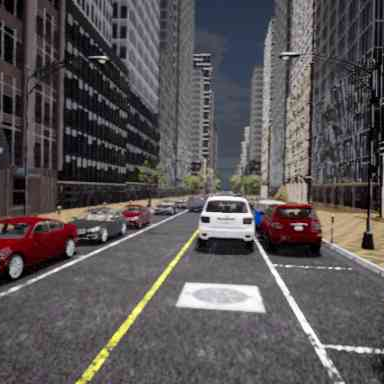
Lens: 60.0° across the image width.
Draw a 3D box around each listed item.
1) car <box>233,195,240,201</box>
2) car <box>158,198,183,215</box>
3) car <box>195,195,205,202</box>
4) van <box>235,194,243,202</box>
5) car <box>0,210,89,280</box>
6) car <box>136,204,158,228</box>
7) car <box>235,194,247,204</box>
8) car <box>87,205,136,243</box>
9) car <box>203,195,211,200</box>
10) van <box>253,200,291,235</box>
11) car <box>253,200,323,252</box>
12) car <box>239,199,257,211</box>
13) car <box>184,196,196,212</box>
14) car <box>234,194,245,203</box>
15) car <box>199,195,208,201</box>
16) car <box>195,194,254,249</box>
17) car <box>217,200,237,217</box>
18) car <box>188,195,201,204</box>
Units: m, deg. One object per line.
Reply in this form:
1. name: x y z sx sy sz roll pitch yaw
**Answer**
1. car: 12.527 1.537 93.382 1.967 1.590 4.097 1 0 6
2. car: -2.453 1.424 32.108 2.008 1.369 4.403 1 0 6
3. car: 1.760 1.415 71.499 1.752 1.417 4.829 1 0 6
4. van: 10.716 1.434 76.428 1.690 1.788 3.998 1 0 6
5. car: -4.871 1.408 9.502 1.887 1.381 4.507 1 0 6
6. car: -3.663 1.450 20.805 1.802 1.307 4.206 1 0 6
7. car: 9.507 1.404 65.125 2.192 1.841 5.009 1 0 6
8. car: -4.267 1.416 15.154 2.008 1.369 4.403 1 0 6
9. car: 4.195 1.446 94.274 2.008 1.369 4.403 1 0 6
10. van: 4.672 1.411 19.914 1.690 1.788 3.998 1 0 6
11. car: 4.067 1.382 14.262 2.192 1.841 5.009 1 0 6
12. car: 7.086 1.630 42.519 2.008 1.369 4.403 1 0 6
13. car: 0.722 1.487 36.839 2.033 1.411 5.357 1 0 7
14. car: 10.112 1.406 70.777 2.192 1.841 5.009 1 0 6
15. car: 2.986 1.459 82.971 1.947 1.339 4.313 1 0 6
16. car: 1.547 1.226 14.929 2.150 2.045 5.566 1 0 6
17. car: 3.409 1.539 32.543 1.812 1.442 4.674 1 0 6
18. car: 0.570 1.325 60.364 1.967 1.590 4.097 1 0 6
